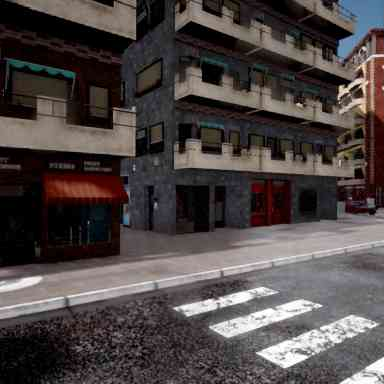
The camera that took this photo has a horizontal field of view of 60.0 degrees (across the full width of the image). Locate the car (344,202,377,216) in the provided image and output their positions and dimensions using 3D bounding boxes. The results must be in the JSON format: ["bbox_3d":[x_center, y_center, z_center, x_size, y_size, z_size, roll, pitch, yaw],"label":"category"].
[{"bbox_3d":[17.516,1.765,35.002,1.895,1.301,4.718,0,0,5],"label":"car"}]
